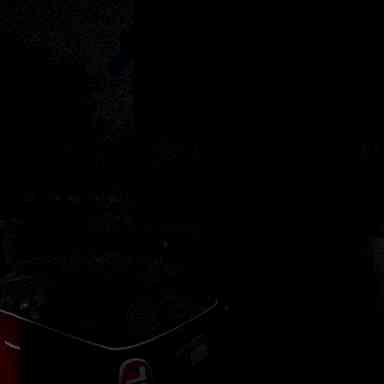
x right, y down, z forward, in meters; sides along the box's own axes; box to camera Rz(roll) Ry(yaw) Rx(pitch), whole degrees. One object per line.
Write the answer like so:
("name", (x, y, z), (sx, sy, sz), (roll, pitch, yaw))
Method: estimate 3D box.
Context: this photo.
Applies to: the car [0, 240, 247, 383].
("car", (-1.519, 1.440, 4.027), (4.097, 1.590, 1.967), (0, 0, 35))
